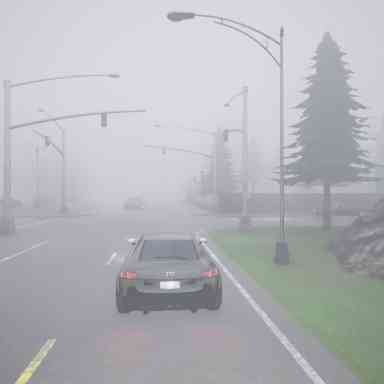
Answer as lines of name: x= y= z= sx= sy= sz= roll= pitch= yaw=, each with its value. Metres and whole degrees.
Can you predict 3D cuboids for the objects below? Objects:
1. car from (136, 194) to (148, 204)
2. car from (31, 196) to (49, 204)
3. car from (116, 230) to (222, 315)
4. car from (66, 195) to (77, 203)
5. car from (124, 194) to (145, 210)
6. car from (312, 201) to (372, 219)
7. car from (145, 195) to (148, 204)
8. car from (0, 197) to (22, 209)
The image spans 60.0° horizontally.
car: x=-9.477 y=1.352 z=63.152 sx=2.097 sy=1.767 sz=4.553 roll=0 pitch=0 yaw=-5
car: x=-25.893 y=1.384 z=56.700 sx=1.970 sy=1.475 sz=3.806 roll=0 pitch=0 yaw=-5
car: x=-0.556 y=1.564 z=7.701 sx=1.994 sy=1.385 sz=4.181 roll=0 pitch=0 yaw=-5
car: x=-23.555 y=1.374 z=64.347 sx=1.845 sy=1.501 sz=3.633 roll=0 pitch=0 yaw=-5
car: x=-7.608 y=1.352 z=43.092 sx=2.097 sy=1.767 sz=4.553 roll=0 pitch=0 yaw=-5
car: x=12.716 y=1.492 z=28.334 sx=4.902 sy=1.511 sz=2.128 roll=0 pitch=0 yaw=-7
car: x=-8.538 y=1.564 z=52.942 sx=1.994 sy=1.385 sz=4.181 roll=0 pitch=0 yaw=-5
car: x=-21.330 y=1.340 z=38.409 sx=2.007 sy=1.523 sz=4.514 roll=0 pitch=0 yaw=-5
